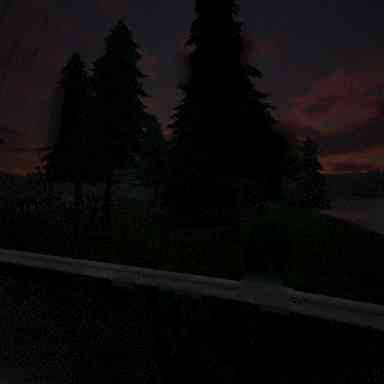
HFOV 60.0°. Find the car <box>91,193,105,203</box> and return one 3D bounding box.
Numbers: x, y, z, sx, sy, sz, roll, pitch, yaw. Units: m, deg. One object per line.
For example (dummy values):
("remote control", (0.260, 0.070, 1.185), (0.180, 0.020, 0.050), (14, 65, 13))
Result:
("car", (-18.904, 1.502, 69.482), (1.837, 1.490, 4.892), (0, 0, 1))

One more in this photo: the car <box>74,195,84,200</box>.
("car", (-30.424, 1.525, 89.593), (2.128, 1.511, 4.902), (0, 0, -10))

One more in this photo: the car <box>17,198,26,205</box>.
("car", (-27.699, 1.601, 57.160), (1.895, 1.301, 4.718), (0, 0, 13))

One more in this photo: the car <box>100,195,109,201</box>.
("car", (-23.158, 1.540, 88.324), (2.033, 1.411, 5.357), (0, 0, -10))

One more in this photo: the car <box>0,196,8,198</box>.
("car", (-39.964, 1.540, 69.270), (2.033, 1.411, 5.357), (0, 0, 5))

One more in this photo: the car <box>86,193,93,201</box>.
("car", (-26.751, 1.225, 88.610), (2.150, 2.045, 5.566), (0, 0, -10))

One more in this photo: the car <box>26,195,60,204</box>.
("car", (-24.587, 1.526, 55.024), (1.812, 1.442, 4.674), (0, 0, 14))

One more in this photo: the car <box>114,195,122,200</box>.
("car", (-19.344, 1.525, 86.495), (2.128, 1.511, 4.902), (0, 0, -10))
